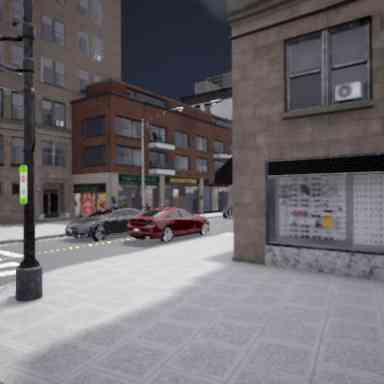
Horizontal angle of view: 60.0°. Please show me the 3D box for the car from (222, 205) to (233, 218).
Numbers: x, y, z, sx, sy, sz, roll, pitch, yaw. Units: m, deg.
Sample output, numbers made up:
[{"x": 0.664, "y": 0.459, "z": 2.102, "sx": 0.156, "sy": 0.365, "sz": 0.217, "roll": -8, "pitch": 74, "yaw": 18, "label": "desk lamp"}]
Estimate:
[{"x": 4.382, "y": 1.611, "z": 29.503, "sx": 1.994, "sy": 1.385, "sz": 4.181, "roll": -1, "pitch": 0, "yaw": 36, "label": "car"}]

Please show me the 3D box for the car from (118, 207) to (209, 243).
[{"x": -1.011, "y": 1.522, "z": 16.623, "sx": 1.882, "sy": 1.535, "sz": 5.008, "roll": -1, "pitch": 0, "yaw": 36, "label": "car"}]

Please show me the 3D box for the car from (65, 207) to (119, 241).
[{"x": -4.231, "y": 1.576, "z": 17.448, "sx": 1.837, "sy": 1.490, "sz": 4.892, "roll": -1, "pitch": 0, "yaw": 35, "label": "car"}]
